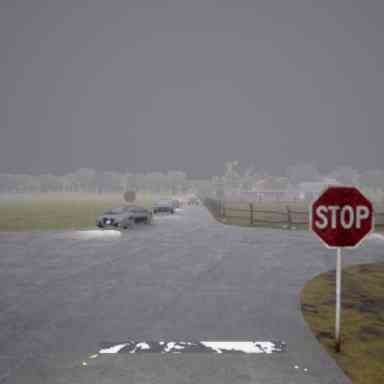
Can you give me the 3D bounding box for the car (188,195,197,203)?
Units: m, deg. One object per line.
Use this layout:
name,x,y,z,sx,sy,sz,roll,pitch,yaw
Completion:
car,0.161,1.479,71.008,1.882,1.535,5.008,0,0,0

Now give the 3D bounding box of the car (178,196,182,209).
car,-2.733,1.557,45.289,1.994,1.385,4.181,0,0,0

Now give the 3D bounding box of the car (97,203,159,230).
car,-4.099,1.554,20.999,1.994,1.385,4.181,1,0,21

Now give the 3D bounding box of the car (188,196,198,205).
car,0.244,1.545,60.340,2.033,1.411,5.357,0,0,0

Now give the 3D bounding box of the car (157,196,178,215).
car,-2.765,1.469,34.412,1.882,1.535,5.008,0,0,0
